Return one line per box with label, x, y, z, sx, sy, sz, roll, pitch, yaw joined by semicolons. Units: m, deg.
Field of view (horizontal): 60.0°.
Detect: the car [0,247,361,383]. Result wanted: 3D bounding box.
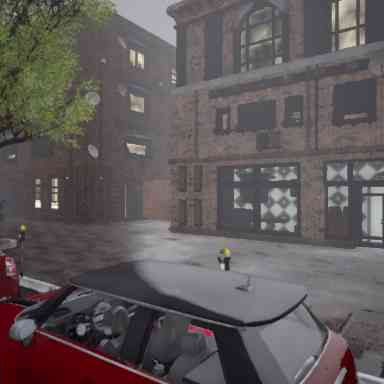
car;-0.624;1.439;3.319;4.097;1.590;1.967;0;0;36
